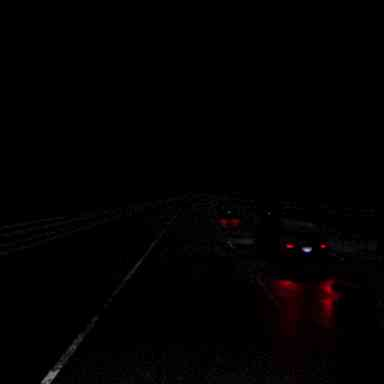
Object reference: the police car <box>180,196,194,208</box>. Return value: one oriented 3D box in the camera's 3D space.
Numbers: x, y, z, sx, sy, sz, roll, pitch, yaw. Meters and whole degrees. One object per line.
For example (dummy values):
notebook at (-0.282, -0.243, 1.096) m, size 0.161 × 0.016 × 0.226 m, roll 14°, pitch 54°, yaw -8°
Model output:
police car at (-1.024, 1.876, 55.900) m, size 1.930 × 1.638 × 5.238 m, roll 0°, pitch 0°, yaw 0°

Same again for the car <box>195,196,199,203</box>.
car at (0.470, 2.207, 90.025) m, size 1.994 × 1.385 × 4.181 m, roll 0°, pitch 0°, yaw 2°

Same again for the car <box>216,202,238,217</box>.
car at (3.616, 1.773, 34.834) m, size 2.128 × 1.511 × 4.902 m, roll 0°, pitch 0°, yaw 0°

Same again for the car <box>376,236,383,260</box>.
car at (7.105, 1.674, 9.036) m, size 1.895 × 1.301 × 4.718 m, roll 0°, pitch 0°, yaw 0°

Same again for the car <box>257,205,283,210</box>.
car at (7.114, 1.843, 30.098) m, size 1.895 × 1.301 × 4.718 m, roll 0°, pitch 0°, yaw 0°

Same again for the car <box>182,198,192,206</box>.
car at (-0.992, 2.008, 65.789) m, size 1.882 × 1.535 × 5.008 m, roll 0°, pitch 0°, yaw 0°

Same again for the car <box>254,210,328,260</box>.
car at (3.606, 1.628, 12.707) m, size 1.812 × 1.442 × 4.674 m, roll 0°, pitch 0°, yaw 0°
